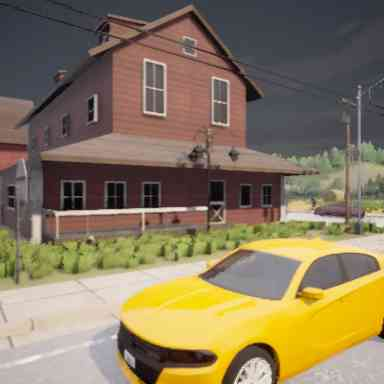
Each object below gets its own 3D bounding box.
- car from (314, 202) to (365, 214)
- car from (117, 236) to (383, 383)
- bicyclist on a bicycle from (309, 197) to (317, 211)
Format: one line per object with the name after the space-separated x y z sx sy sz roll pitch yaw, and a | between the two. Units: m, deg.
13.028 1.576 29.501 1.994 1.385 4.181 0 0 -36 | car
1.384 1.483 4.942 5.008 1.535 1.882 0 0 -35 | car
13.062 1.318 35.864 1.656 1.620 0.582 0 0 -36 | bicyclist on a bicycle
